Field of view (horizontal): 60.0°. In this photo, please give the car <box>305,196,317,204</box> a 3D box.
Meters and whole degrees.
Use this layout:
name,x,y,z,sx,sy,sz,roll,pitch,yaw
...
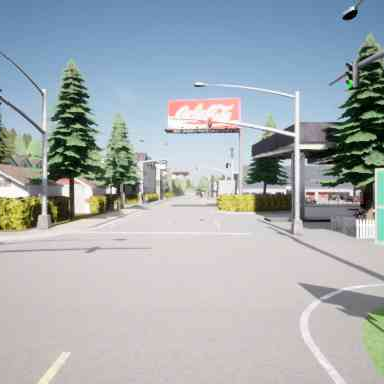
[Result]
name,x,y,z,sx,sy,sz,roll,pitch,yaw
car,22.470,1.552,64.069,1.970,1.475,3.806,0,0,0

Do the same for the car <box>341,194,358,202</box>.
name,x,y,z,sx,sy,sz,roll,pitch,yaw
car,34.870,1.489,71.866,2.007,1.523,4.514,0,0,0

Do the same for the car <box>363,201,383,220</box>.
name,x,y,z,sx,sy,sz,roll,pitch,yaw
car,18.679,1.672,30.670,4.611,1.667,2.242,0,0,0

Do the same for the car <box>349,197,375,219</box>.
name,x,y,z,sx,sy,sz,roll,pitch,yaw
car,14.356,1.504,24.998,3.866,1.878,1.905,0,0,0
